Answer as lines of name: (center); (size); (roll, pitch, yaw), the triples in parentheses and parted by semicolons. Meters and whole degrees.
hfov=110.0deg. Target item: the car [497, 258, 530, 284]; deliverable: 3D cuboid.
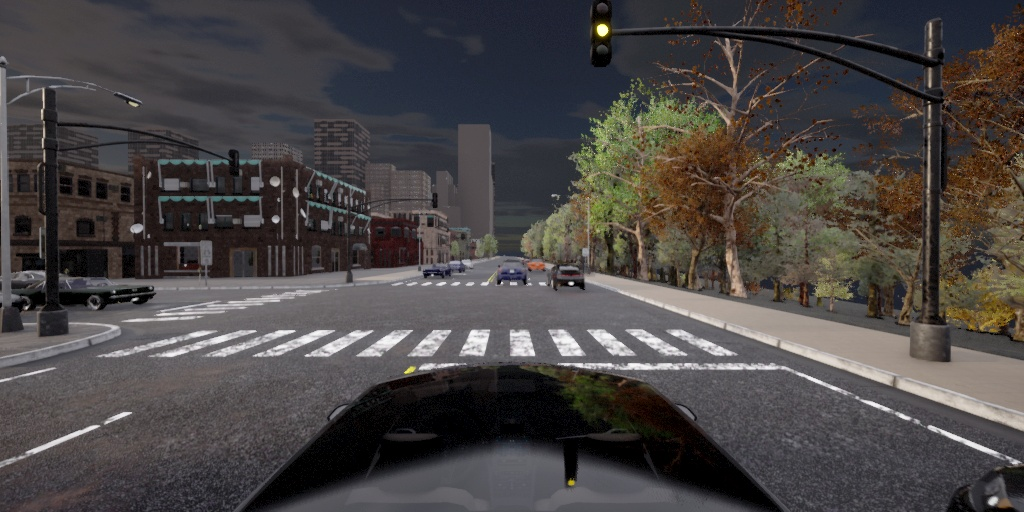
car: (-0.012, 1.093, 26.991); (2.097, 1.767, 4.553); (0, 0, 0)

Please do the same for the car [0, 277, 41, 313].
car: (-19.994, 1.564, 12.529); (4.313, 1.339, 1.948); (0, 0, 0)

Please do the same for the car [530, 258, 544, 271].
car: (3.147, 1.083, 47.127); (2.097, 1.767, 4.553); (0, 0, 0)

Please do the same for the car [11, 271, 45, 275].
car: (-28.365, 1.558, 21.004); (4.403, 1.370, 2.007); (0, 0, 0)

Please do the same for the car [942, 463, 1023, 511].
car: (3.361, 1.313, 0.183); (1.994, 1.385, 4.181); (0, 0, -1)

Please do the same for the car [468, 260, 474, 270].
car: (-6.805, 1.254, 53.344); (1.812, 1.442, 4.674); (0, 0, 0)

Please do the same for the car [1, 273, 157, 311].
car: (-18.148, 1.550, 15.203); (4.718, 1.301, 1.895); (-1, 1, 1)

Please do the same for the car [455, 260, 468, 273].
car: (-6.771, 1.258, 43.075); (1.812, 1.442, 4.674); (0, 0, 0)

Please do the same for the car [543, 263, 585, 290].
car: (3.260, 1.248, 22.202); (1.837, 1.490, 4.892); (0, 0, 0)

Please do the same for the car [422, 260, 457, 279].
car: (-6.729, 1.339, 32.904); (1.895, 1.301, 4.718); (0, 0, 2)
